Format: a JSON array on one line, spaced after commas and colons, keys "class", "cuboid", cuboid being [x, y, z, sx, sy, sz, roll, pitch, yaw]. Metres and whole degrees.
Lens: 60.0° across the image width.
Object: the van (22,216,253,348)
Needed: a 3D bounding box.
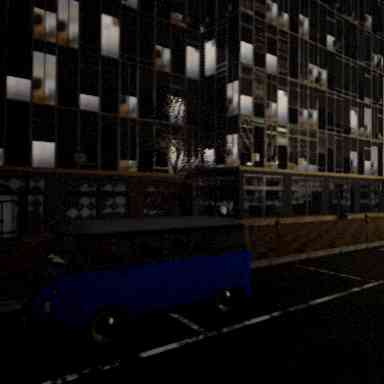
[{"class": "van", "cuboid": [-0.721, 1.363, 6.045, 3.998, 1.788, 1.690, 1, 0, -36]}]
